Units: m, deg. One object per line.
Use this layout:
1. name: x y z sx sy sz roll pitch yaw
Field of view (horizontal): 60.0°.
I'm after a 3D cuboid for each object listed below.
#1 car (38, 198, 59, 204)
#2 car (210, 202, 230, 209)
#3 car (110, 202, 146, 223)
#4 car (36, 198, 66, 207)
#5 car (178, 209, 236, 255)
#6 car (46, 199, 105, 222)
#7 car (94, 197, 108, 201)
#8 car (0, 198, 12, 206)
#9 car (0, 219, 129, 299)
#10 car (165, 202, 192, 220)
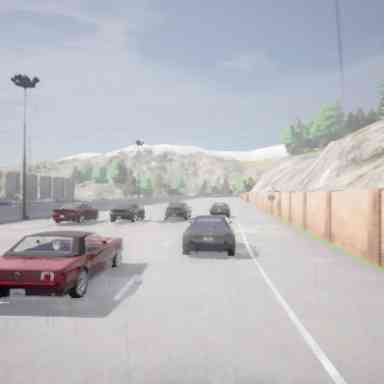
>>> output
1. car: -20.136 1.613 48.008 1.812 1.442 4.674 0 0 8
2. car: 2.802 1.725 33.337 1.994 1.385 4.181 0 0 7
3. car: -5.032 1.590 26.501 1.837 1.490 4.892 0 0 6
4. car: -22.817 1.644 54.135 2.033 1.411 5.357 0 0 8
5. car: 0.739 1.628 13.645 1.994 1.385 4.181 0 0 5
6. car: -8.674 1.535 25.345 1.882 1.535 5.008 0 0 6
7. car: -15.527 1.644 55.838 2.128 1.511 4.902 0 0 8
8. car: -27.391 1.562 46.657 1.812 1.442 4.674 0 0 8
9. car: -3.157 1.619 8.470 1.895 1.301 4.718 0 0 3
10. car: -1.176 1.627 29.537 1.837 1.490 4.892 0 0 6
